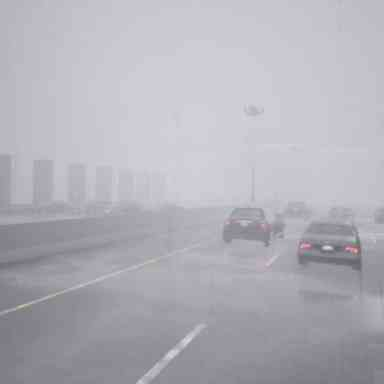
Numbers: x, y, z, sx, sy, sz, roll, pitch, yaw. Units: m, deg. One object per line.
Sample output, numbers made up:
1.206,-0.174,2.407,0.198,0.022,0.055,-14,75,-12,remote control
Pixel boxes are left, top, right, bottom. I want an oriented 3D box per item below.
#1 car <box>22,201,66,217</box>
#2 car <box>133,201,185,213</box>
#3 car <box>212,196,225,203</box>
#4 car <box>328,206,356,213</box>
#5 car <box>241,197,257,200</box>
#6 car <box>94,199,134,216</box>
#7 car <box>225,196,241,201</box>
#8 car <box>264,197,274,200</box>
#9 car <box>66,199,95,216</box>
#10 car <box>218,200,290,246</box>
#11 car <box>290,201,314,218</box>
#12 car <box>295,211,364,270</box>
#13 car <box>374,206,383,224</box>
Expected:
-13.183,1.510,30.922,1.895,1.301,4.718,1,0,26,car
-2.464,1.596,29.298,2.033,1.411,5.357,1,0,28,car
6.019,1.564,72.915,2.097,1.767,4.553,1,0,24,car
11.221,1.767,25.033,2.033,1.411,5.357,1,0,26,car
12.568,1.819,70.420,2.033,1.411,5.357,1,0,24,car
-6.045,1.494,29.942,2.128,1.511,4.902,1,0,26,car
9.371,1.741,71.844,1.837,1.490,4.892,1,0,24,car
15.934,1.851,69.376,2.033,1.411,5.357,1,0,24,car
-9.177,1.469,31.566,1.837,1.490,4.892,1,0,26,car
3.152,1.437,16.080,2.097,1.767,4.553,1,0,25,car
9.546,1.561,29.612,2.097,1.767,4.553,1,0,26,car
4.901,1.643,11.628,2.033,1.411,5.357,1,0,25,car
16.275,1.857,27.459,1.994,1.385,4.181,1,0,26,car
